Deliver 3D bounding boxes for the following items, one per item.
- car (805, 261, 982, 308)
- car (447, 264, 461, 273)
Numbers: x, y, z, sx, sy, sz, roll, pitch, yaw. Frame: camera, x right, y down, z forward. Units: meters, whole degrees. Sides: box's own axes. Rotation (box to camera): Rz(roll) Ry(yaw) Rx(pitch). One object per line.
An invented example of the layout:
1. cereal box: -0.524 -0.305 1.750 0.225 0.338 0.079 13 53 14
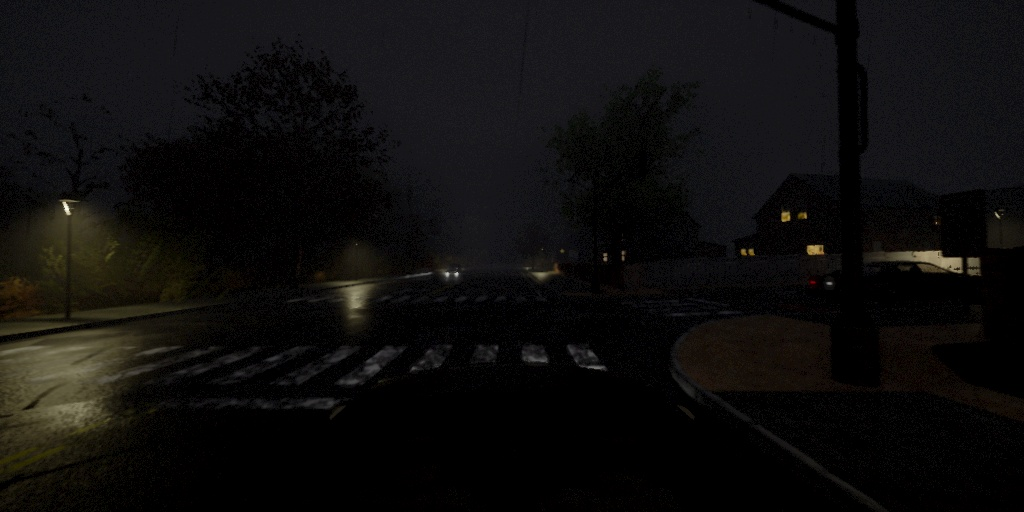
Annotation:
1. car: 12.828 0.879 11.922 5.357 1.411 2.033 -2 -1 -6
2. car: -9.729 2.072 60.772 1.837 1.490 4.892 0 -1 0
